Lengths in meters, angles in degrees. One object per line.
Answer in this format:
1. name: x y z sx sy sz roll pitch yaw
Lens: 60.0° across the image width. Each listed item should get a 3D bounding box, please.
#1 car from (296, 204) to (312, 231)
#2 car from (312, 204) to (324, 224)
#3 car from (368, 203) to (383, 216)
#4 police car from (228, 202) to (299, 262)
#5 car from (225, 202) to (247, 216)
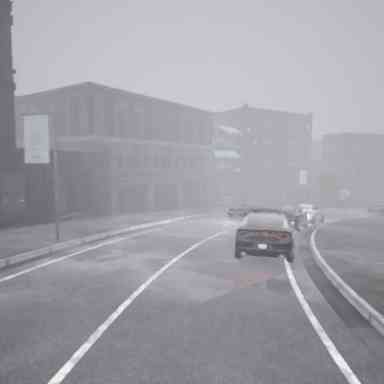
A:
1. car: 6.165 1.561 21.204 1.837 1.490 4.892 3 1 27
2. car: 9.016 1.647 26.123 1.812 1.442 4.674 3 1 33
3. car: 24.189 2.129 41.768 4.902 1.511 2.128 3 3 -30
4. police car: 2.793 1.429 12.482 1.930 1.638 5.238 2 0 15
5. car: 4.572 1.493 27.526 1.895 1.301 4.718 3 1 33
